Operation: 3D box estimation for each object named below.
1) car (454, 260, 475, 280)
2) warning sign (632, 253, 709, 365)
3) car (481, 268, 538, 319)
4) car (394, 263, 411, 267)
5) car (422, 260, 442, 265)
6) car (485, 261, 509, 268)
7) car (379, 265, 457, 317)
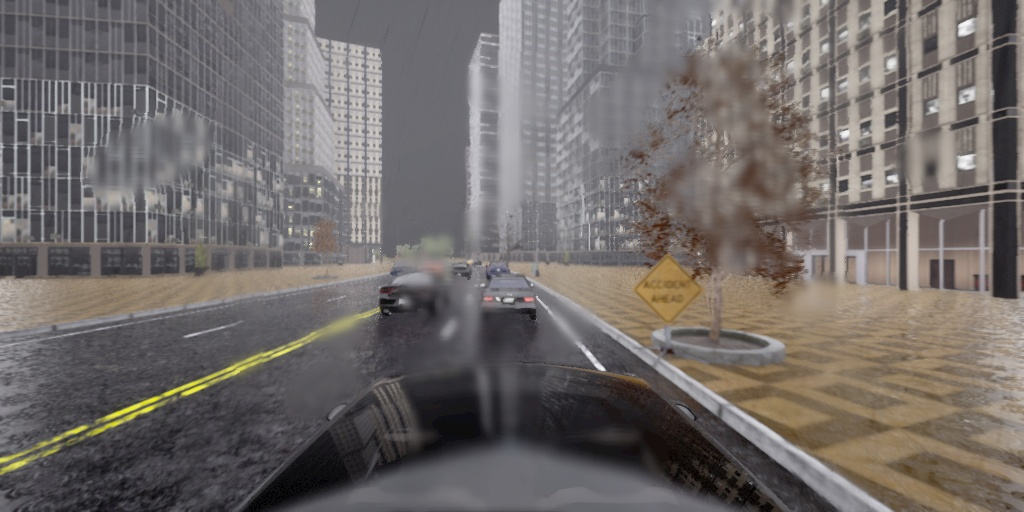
[{"bbox_3d":[-4.615,1.371,33.059,1.837,1.490,4.892,0,0,-5],"label":"car"},{"bbox_3d":[2.813,0.880,6.493,1.300,1.860,1.060,0,0,-1],"label":"warning sign"},{"bbox_3d":[-0.145,1.339,12.953,2.033,1.411,5.357,0,0,-2],"label":"car"},{"bbox_3d":[-11.929,1.442,39.297,2.033,1.411,5.357,0,0,-6],"label":"car"},{"bbox_3d":[-8.654,1.243,39.059,2.097,1.767,4.553,0,0,-6],"label":"car"},{"bbox_3d":[-1.344,1.214,32.901,2.097,1.767,4.553,0,0,-5],"label":"car"},{"bbox_3d":[-3.427,1.274,13.575,1.882,1.535,5.008,0,0,-2],"label":"car"}]
